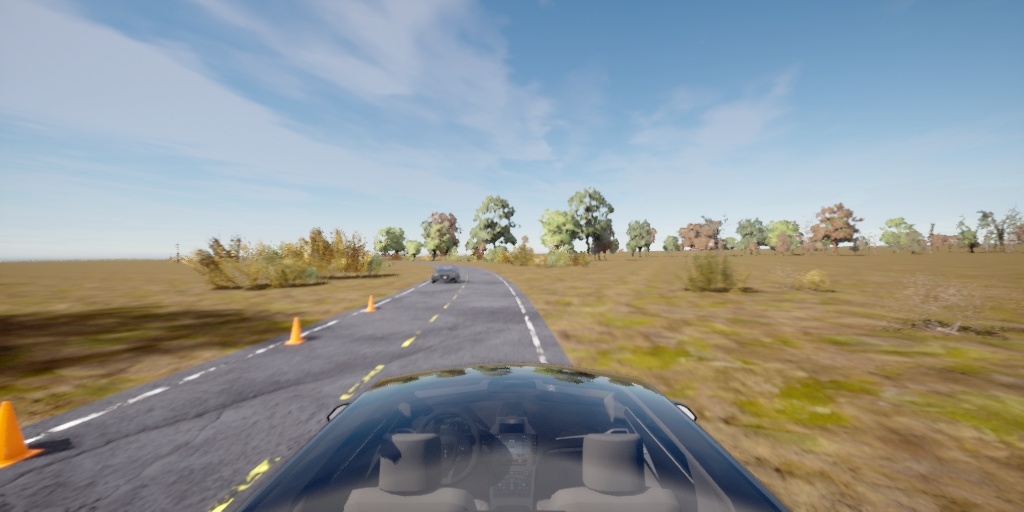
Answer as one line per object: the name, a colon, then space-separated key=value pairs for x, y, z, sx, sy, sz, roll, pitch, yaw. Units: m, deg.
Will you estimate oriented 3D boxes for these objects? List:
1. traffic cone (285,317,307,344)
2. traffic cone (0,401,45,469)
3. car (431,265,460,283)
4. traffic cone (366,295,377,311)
traffic cone: x=-5.135 y=1.756 z=8.549 sx=0.340 sy=0.580 sz=0.340 roll=0 pitch=0 yaw=-1
traffic cone: x=-5.069 y=1.754 z=3.600 sx=0.340 sy=0.580 sz=0.340 roll=0 pitch=0 yaw=0
car: x=-5.144 y=1.382 z=28.422 sx=1.994 sy=1.385 sz=4.181 roll=-1 pitch=0 yaw=-6
traffic cone: x=-5.295 y=1.759 z=13.495 sx=0.340 sy=0.580 sz=0.340 roll=0 pitch=0 yaw=-2
